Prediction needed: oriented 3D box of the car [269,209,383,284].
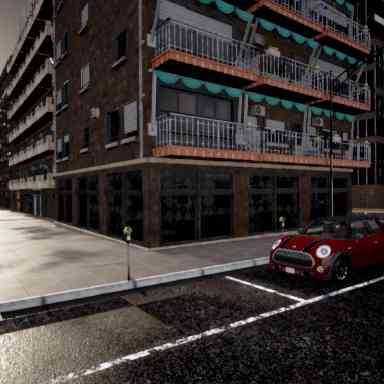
[{"bbox_3d":[4.078,1.439,9.500,4.097,1.590,1.967,0,-1,-36],"label":"car"}]
